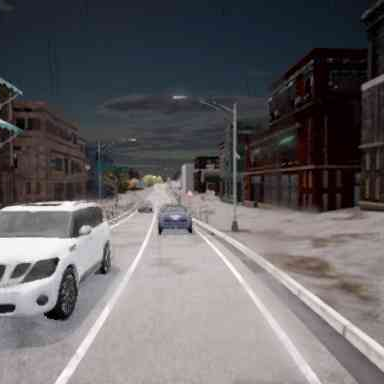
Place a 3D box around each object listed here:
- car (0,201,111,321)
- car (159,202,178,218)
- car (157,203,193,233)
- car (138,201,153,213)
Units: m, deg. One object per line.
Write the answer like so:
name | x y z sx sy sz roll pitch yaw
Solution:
car | -3.337 1.261 7.648 2.150 2.045 5.566 0 -1 -3
car | -2.807 2.094 39.446 2.097 1.767 4.553 0 -1 -5
car | -1.174 1.646 21.784 2.097 1.767 4.553 0 -2 -5
car | -7.026 2.138 50.316 2.097 1.767 4.553 -1 0 -5
